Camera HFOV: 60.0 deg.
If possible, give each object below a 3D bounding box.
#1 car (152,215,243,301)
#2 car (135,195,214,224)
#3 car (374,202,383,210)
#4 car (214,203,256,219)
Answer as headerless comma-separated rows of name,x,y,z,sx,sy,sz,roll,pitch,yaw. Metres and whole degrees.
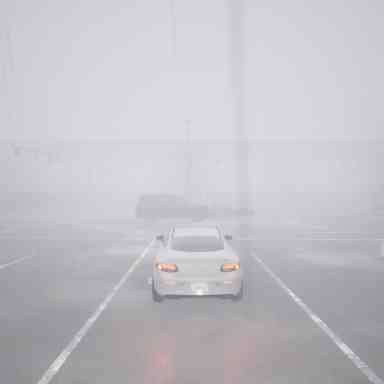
car,0.075,1.527,8.210,1.812,1.442,4.674,0,0,-1
car,-1.377,1.206,24.307,5.566,2.045,2.150,0,0,2
car,23.307,1.397,37.840,4.674,1.442,1.812,-1,0,2
car,2.923,1.582,27.692,4.718,1.301,1.895,0,0,2
